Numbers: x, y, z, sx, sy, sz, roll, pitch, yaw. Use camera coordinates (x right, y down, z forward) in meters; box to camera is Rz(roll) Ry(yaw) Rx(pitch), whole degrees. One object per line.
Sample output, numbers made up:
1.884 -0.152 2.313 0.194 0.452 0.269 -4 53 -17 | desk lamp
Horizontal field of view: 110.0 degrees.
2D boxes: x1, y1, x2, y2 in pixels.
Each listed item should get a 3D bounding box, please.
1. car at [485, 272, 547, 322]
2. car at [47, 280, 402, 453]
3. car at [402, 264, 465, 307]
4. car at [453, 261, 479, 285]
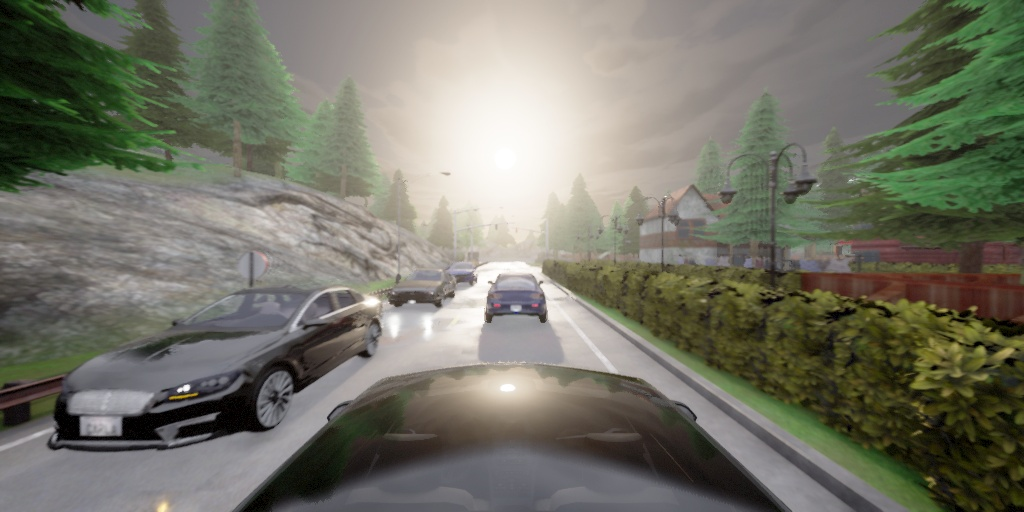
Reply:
0.125 1.247 12.057 1.812 1.442 4.674 0 0 0 | car
-3.592 1.224 5.593 2.128 1.511 4.902 0 0 0 | car
-3.552 1.252 15.431 2.033 1.411 5.357 0 0 0 | car
-3.486 1.154 25.457 1.882 1.535 5.008 0 0 0 | car
